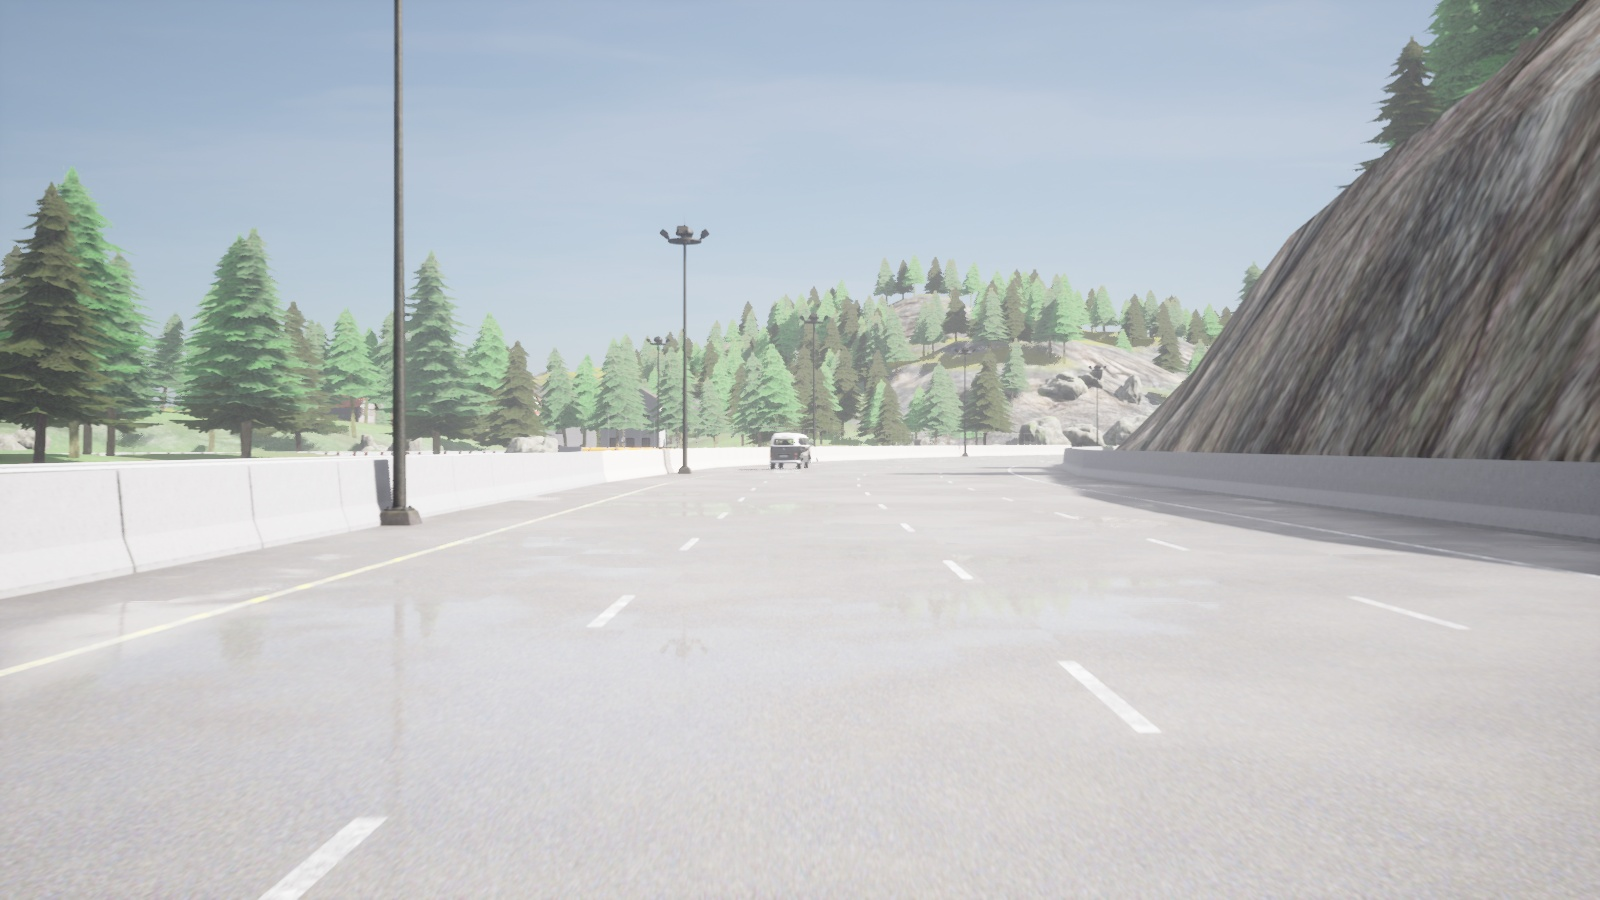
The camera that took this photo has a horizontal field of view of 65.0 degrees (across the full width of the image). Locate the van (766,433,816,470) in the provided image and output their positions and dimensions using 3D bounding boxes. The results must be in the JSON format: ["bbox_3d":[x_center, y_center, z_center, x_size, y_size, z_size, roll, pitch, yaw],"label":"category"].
[{"bbox_3d":[-0.484,0.066,71.500,2.069,2.038,4.480,0,0,10],"label":"van"}]
